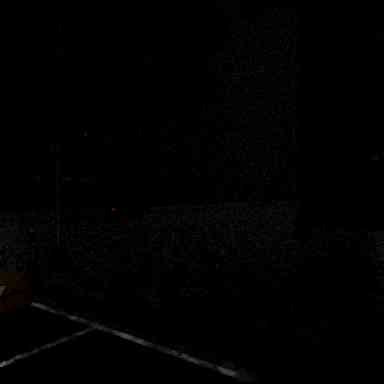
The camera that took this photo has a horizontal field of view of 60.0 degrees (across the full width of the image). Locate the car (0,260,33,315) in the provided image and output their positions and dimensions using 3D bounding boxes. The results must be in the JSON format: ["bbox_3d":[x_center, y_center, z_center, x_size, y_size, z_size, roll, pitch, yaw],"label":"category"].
[{"bbox_3d":[-5.050,1.569,6.556,4.829,1.417,1.752,0,0,36],"label":"car"}]

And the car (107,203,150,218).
[{"bbox_3d":[-6.321,1.824,33.505,1.837,1.490,4.892,0,0,36],"label":"car"}]
